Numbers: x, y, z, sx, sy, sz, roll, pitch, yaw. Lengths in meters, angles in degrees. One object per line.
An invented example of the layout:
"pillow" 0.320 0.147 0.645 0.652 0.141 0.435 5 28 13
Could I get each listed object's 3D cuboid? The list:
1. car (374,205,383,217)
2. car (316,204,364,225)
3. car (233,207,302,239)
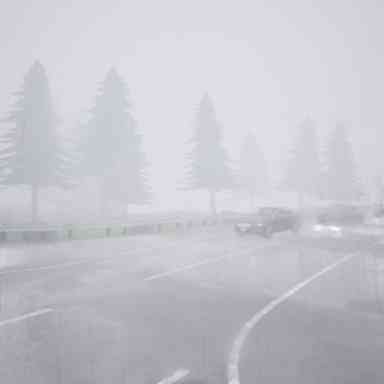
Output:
"car" 18.885 1.561 30.565 5.357 1.411 2.033 0 0 -35
"car" 10.820 1.609 24.297 4.181 1.385 1.994 0 0 -40
"car" 4.178 1.556 17.974 2.128 1.511 4.902 -1 0 44
